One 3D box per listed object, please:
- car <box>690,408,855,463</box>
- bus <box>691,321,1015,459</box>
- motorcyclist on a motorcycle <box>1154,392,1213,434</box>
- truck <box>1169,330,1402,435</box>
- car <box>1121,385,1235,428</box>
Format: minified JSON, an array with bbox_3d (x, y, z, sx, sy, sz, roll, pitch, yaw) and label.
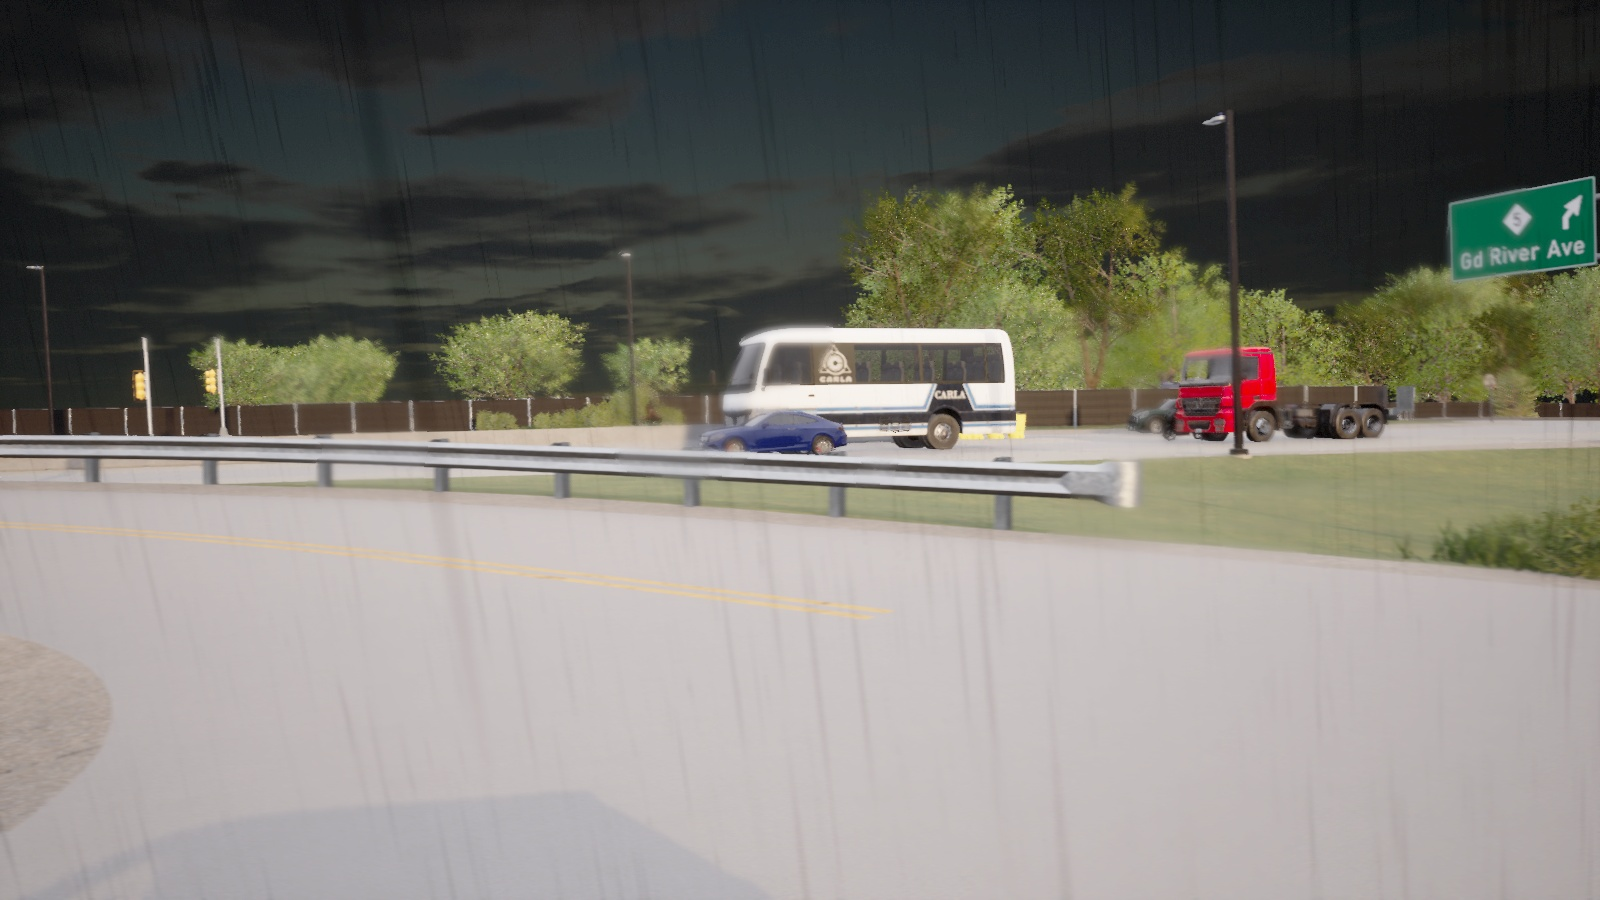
[{"bbox_3d":[-0.846,-0.449,38.636,4.674,1.442,1.812,-3,2,-21],"label":"car"},{"bbox_3d":[1.836,-2.097,43.400,10.273,4.253,3.944,-3,2,-21],"label":"bus"},{"bbox_3d":[14.780,-1.431,48.382,2.044,1.523,0.797,-3,2,-21],"label":"motorcyclist on a motorcycle"},{"bbox_3d":[17.695,-2.451,45.741,7.936,3.462,2.891,-3,2,-21],"label":"truck"},{"bbox_3d":[17.391,-2.010,57.885,4.553,1.767,2.097,-2,2,-2],"label":"car"}]
